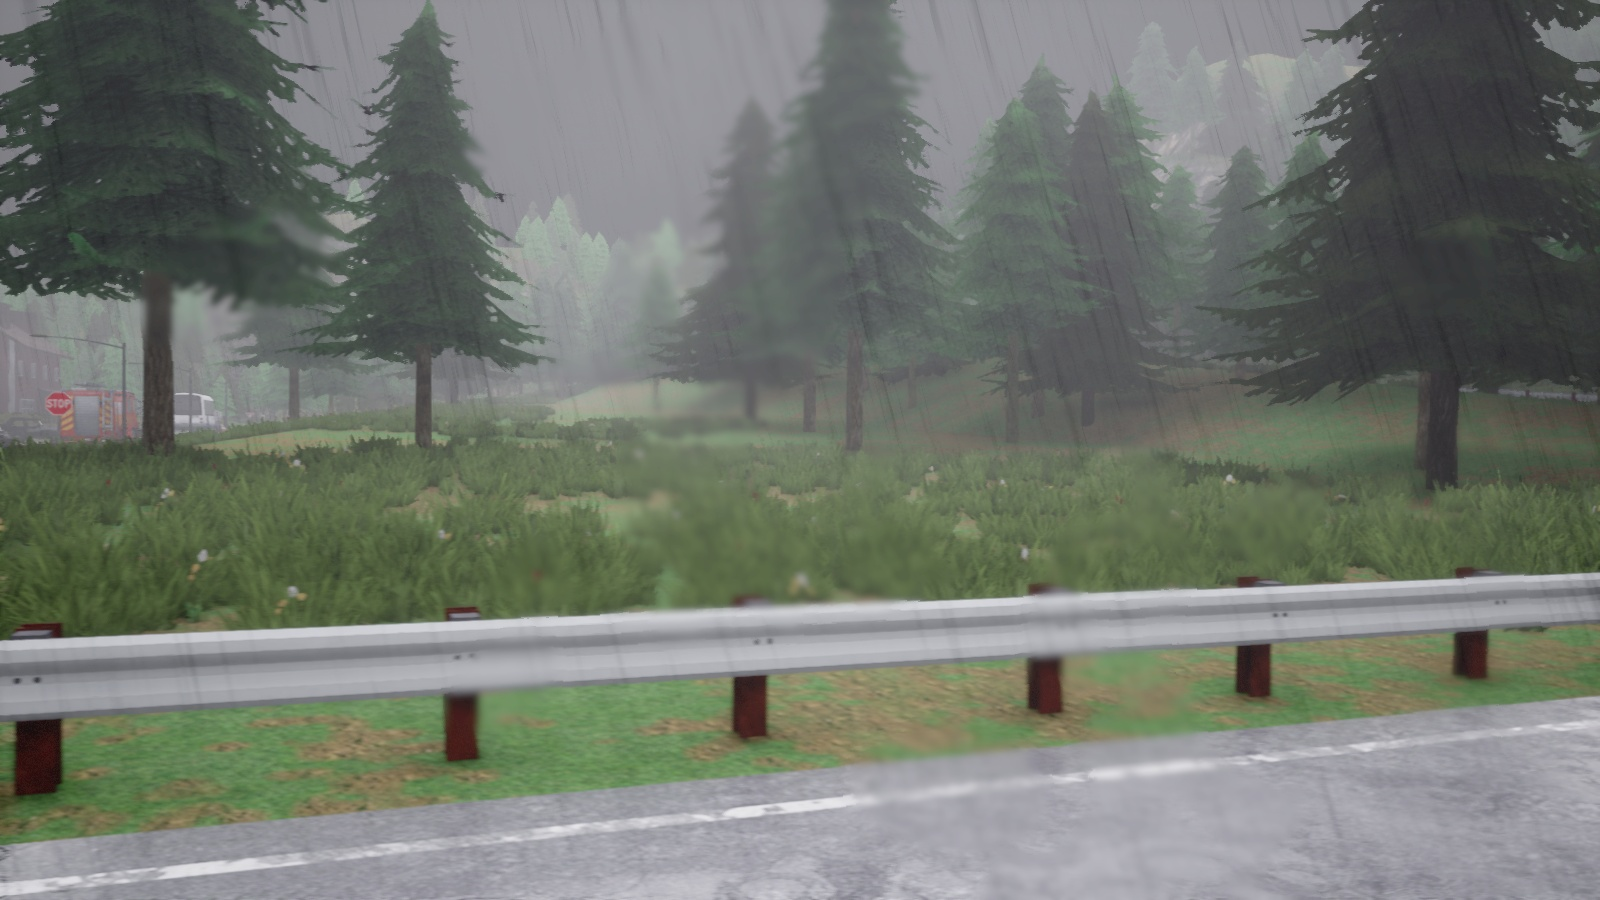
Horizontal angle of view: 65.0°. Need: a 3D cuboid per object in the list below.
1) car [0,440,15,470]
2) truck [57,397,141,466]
[{"bbox_3d":[-40.995,0.277,63.072,1.816,1.474,4.193,-1,1,-20],"label":"car"},{"bbox_3d":[-41.323,-1.086,74.275,2.891,3.827,8.468,-1,1,-20],"label":"truck"}]
